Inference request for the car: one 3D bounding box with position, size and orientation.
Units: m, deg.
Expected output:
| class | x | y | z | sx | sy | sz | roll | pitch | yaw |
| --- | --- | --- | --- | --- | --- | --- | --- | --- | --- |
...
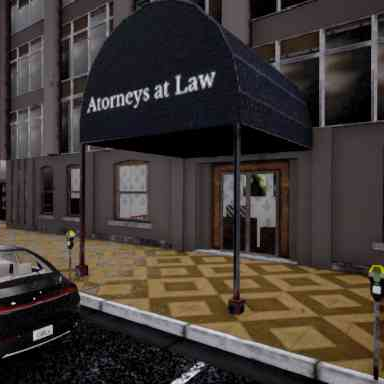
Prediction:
| class | x | y | z | sx | sy | sz | roll | pitch | yaw |
| --- | --- | --- | --- | --- | --- | --- | --- | --- | --- |
| car | -3.663 | 1.550 | 5.493 | 4.403 | 1.369 | 2.008 | 0 | 0 | 36 |
